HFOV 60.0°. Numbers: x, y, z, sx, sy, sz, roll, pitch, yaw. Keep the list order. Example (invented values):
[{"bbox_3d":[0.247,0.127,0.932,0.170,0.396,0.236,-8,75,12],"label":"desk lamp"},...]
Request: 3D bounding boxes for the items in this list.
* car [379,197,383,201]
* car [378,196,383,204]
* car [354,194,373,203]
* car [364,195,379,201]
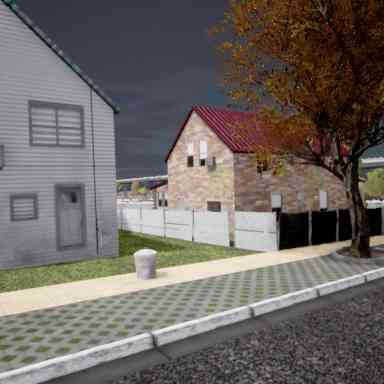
[{"bbox_3d":[28.467,1.772,45.683,1.882,1.535,5.008,-2,0,1],"label":"car"},{"bbox_3d":[38.473,1.590,64.501,1.837,1.490,4.892,-2,0,0],"label":"car"},{"bbox_3d":[38.556,1.429,74.903,2.097,1.767,4.553,-2,0,0],"label":"car"},{"bbox_3d":[31.947,1.818,61.472,1.812,1.442,4.674,-2,0,1],"label":"car"}]
